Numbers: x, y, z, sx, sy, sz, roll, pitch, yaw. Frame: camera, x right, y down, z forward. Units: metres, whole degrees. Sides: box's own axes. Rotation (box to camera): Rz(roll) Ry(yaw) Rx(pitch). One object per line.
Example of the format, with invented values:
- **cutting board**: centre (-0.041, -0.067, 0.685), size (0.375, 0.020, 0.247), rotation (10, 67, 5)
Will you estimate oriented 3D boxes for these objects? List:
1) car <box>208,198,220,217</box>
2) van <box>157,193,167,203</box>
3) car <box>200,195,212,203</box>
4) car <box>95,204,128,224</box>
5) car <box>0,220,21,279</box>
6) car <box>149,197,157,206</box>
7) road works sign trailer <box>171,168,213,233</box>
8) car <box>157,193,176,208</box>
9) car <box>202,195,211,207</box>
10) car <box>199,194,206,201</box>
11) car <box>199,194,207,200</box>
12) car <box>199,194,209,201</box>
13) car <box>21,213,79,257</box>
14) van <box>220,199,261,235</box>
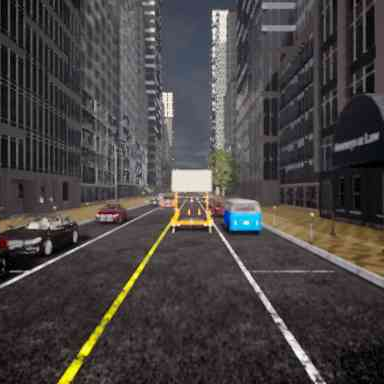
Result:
- **car**: centre (2.685, 1.506, 29.748), size (1.802, 1.307, 4.206), rotation (0, 0, 0)
- **van**: centre (-5.701, 1.164, 63.904), size (1.690, 1.788, 3.998), rotation (0, 0, 0)
- **car**: centre (2.679, 1.374, 63.902), size (2.008, 1.369, 4.403), rotation (0, 0, 0)
- **car**: centre (-5.695, 1.520, 24.057), size (1.802, 1.307, 4.206), rotation (0, 0, 0)
- **car**: centre (-5.692, 1.423, 6.980), size (1.967, 1.590, 4.097), rotation (0, 0, 0)
- **car**: centre (-5.700, 1.413, 52.520), size (2.008, 1.369, 4.403), rotation (0, 0, 0)
- **road works sign trailer**: centre (-0.004, 0.415, 19.379), size (2.380, 3.560, 2.880), rotation (0, 0, 0)
- **car**: centre (-3.095, 1.236, 44.449), size (2.097, 1.767, 4.553), rotation (0, 0, 0)
- **car**: centre (2.682, 1.461, 46.825), size (1.802, 1.307, 4.206), rotation (0, 0, 0)
- **car**: centre (2.680, 1.394, 58.210), size (2.008, 1.369, 4.403), rotation (0, 0, 0)
- **car**: centre (2.676, 1.192, 80.979), size (1.967, 1.590, 4.097), rotation (0, 0, 0)
- **car**: centre (2.677, 1.216, 75.287), size (1.967, 1.590, 4.097), rotation (0, 0, 0)
- **car**: centre (-5.693, 1.519, 12.672), size (2.008, 1.369, 4.403), rotation (0, 0, 0)
- **van**: centre (2.687, 1.295, 18.363), size (1.690, 1.788, 3.998), rotation (0, 0, 0)
